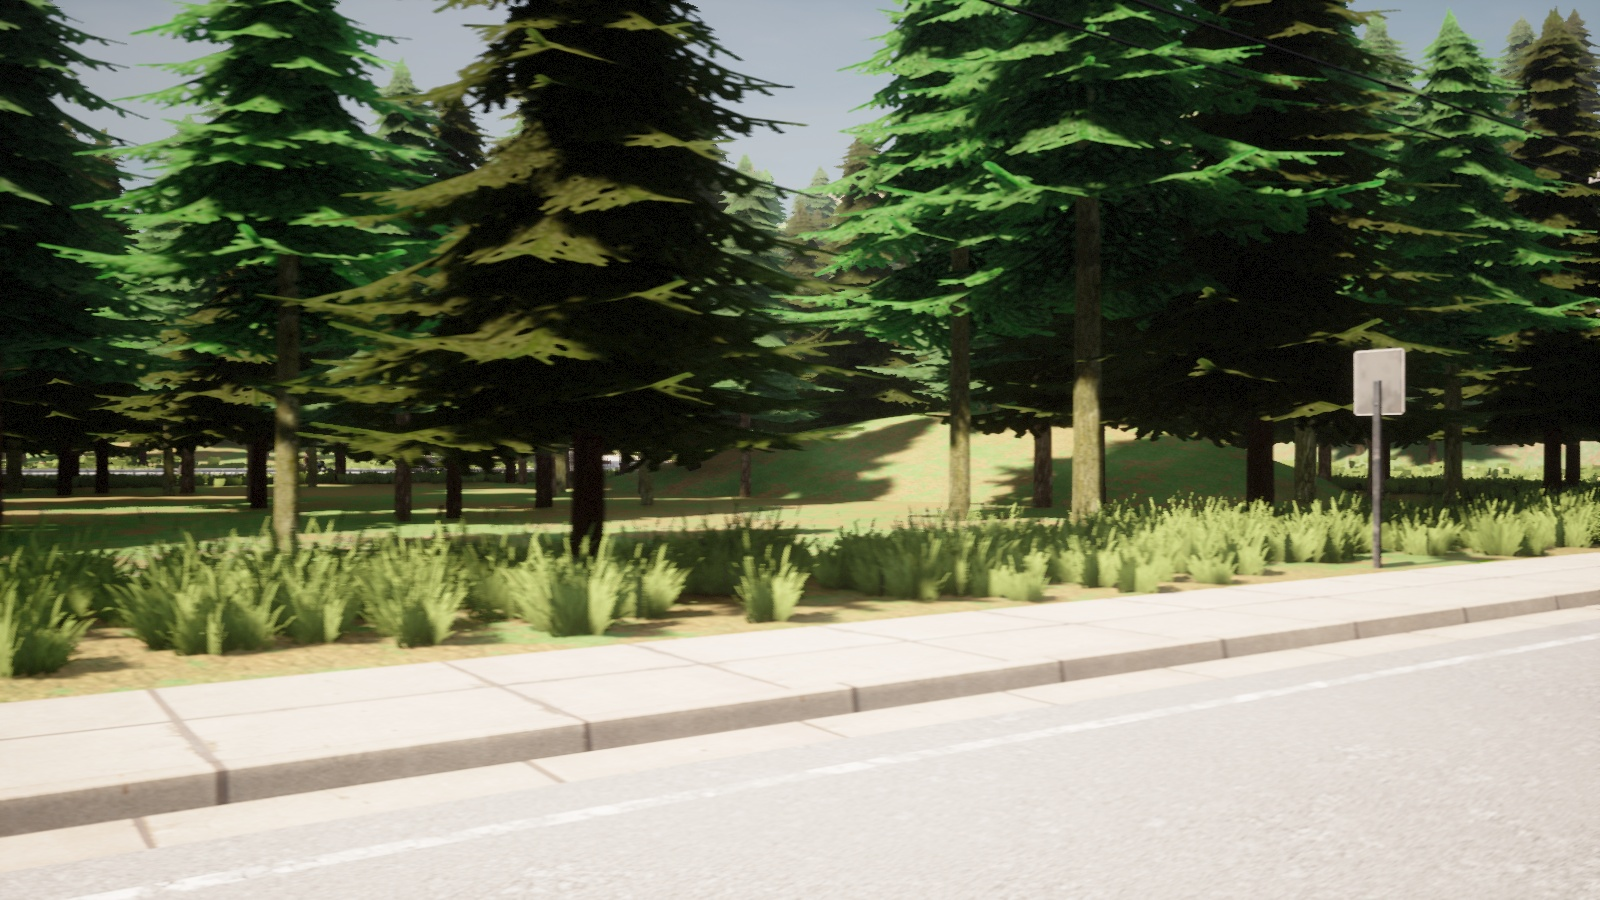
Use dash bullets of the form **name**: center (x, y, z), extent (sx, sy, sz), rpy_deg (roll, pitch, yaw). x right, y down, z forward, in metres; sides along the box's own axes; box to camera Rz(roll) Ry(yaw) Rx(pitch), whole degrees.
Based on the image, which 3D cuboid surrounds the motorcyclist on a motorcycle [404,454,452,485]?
- **motorcyclist on a motorcycle**: center (-18.929, 0.972, 63.947), extent (2.191, 1.530, 0.866), rpy_deg (0, 0, -35)
